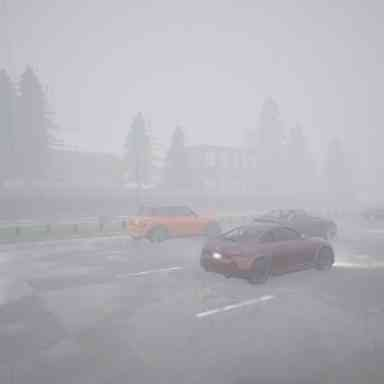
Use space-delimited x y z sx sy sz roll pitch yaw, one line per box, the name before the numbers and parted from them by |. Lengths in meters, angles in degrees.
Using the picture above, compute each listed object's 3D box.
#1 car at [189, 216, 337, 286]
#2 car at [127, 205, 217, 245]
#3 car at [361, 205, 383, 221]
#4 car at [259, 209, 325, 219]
car | 2.269 1.613 9.669 4.181 1.385 1.994 0 0 -36
car | -0.731 1.409 16.126 4.553 1.767 2.097 1 0 -36
car | 16.601 1.801 28.543 4.718 1.301 1.895 0 0 -36
car | 4.969 1.580 15.897 4.902 1.511 2.128 0 0 -36
